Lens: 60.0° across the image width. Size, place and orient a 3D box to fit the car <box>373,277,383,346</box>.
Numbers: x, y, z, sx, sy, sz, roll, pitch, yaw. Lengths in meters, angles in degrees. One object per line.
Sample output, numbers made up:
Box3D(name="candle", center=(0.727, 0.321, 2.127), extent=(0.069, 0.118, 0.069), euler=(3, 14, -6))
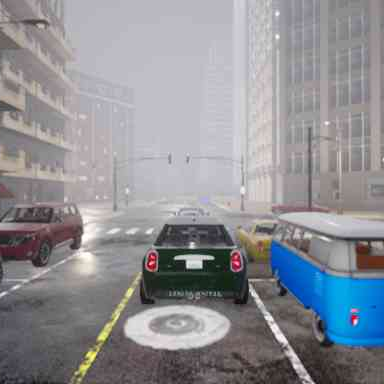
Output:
Box3D(name="car", center=(2.569, 1.524, 0.651), extent=(1.752, 1.417, 4.829), euler=(0, 0, 0))

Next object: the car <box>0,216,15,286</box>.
Box3D(name="car", center=(-5.319, 1.434, 5.996), extent=(1.967, 1.590, 4.097), euler=(0, 0, 0))

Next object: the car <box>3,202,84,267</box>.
Box3D(name="car", center=(-5.328, 1.305, 11.532), extent=(2.192, 1.841, 5.009), euler=(0, 0, 0))

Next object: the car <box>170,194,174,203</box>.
Box3D(name="car", center=(-5.433, 1.466, 71.639), extent=(1.967, 1.590, 4.097), euler=(0, 0, 0))

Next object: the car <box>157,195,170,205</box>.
Box3D(name="car", center=(-5.414, 1.533, 60.363), extent=(1.752, 1.417, 4.829), euler=(0, 0, 0))

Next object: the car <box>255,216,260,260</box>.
Box3D(name="car", center=(2.550, 1.515, 11.722), extent=(1.752, 1.417, 4.829), euler=(0, 0, 0))

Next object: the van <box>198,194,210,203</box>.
Box3D(name="van", center=(2.467, 1.348, 60.546), extent=(1.690, 1.788, 3.998), euler=(0, 0, 0))

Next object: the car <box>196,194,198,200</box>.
Box3D(name="car", center=(2.428, 1.594, 82.755), extent=(1.887, 1.381, 4.507), euler=(0, 0, 0))

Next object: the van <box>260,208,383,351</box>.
Box3D(name="van", center=(2.561, 1.335, 6.015), extent=(1.690, 1.788, 3.998), euler=(0, 0, 0))

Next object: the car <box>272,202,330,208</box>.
Box3D(name="car", center=(9.310, 1.503, 28.950), extent=(4.718, 1.301, 1.895), euler=(-1, -1, 41))

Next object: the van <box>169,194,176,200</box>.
Box3D(name="van", center=(-5.470, 1.417, 93.847), extent=(1.690, 1.788, 3.998), euler=(0, 0, 0))

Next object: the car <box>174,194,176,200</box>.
Box3D(name="car", center=(-5.443, 1.603, 77.191), extent=(1.947, 1.339, 4.313), euler=(0, 0, 0))

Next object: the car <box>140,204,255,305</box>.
Box3D(name="car", center=(0.050, 1.344, 8.235), extent=(2.097, 1.767, 4.553), euler=(0, 0, 0))
